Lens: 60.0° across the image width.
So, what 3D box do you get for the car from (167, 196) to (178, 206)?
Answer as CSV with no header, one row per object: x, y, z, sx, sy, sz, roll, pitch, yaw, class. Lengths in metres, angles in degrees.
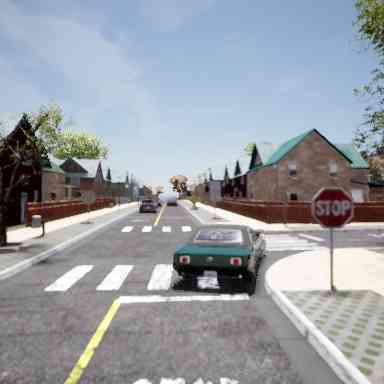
-3.409,1.743,58.031,2.033,1.411,5.357,0,0,-3,car

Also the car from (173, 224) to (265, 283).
1.032,1.590,9.811,1.895,1.301,4.718,-1,0,16,car

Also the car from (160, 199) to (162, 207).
-6.023,1.520,54.172,2.097,1.767,4.553,0,0,-3,car

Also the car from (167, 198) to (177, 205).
-4.089,1.833,67.415,1.994,1.385,4.181,0,-1,-4,car

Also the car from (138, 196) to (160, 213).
-4.948,1.572,37.541,1.837,1.490,4.892,0,0,-4,car
